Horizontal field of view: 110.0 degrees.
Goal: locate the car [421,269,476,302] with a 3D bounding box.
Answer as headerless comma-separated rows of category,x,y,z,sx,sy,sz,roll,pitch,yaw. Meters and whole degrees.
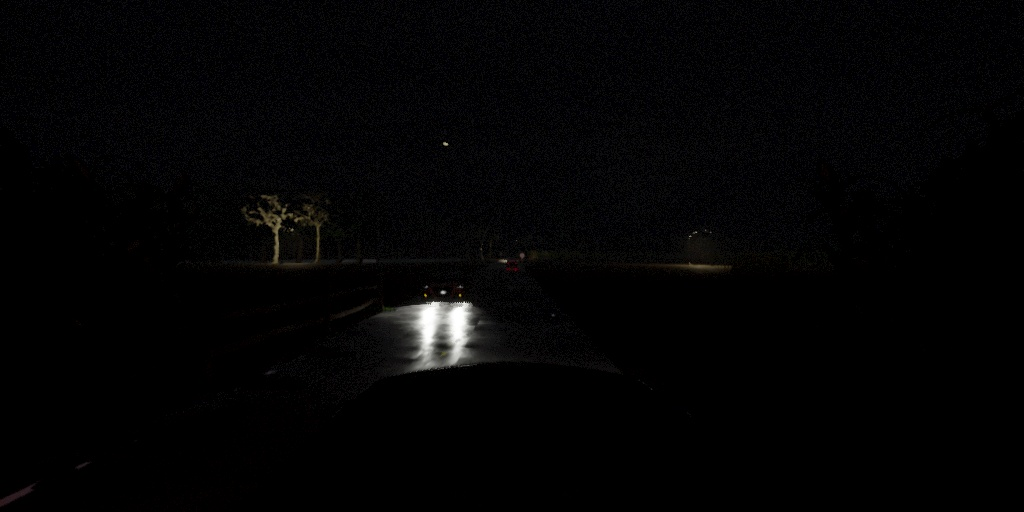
car,-2.828,1.291,16.675,1.994,1.385,4.181,0,0,0

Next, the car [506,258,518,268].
car,0.011,1.219,57.661,1.895,1.301,4.718,0,0,0
